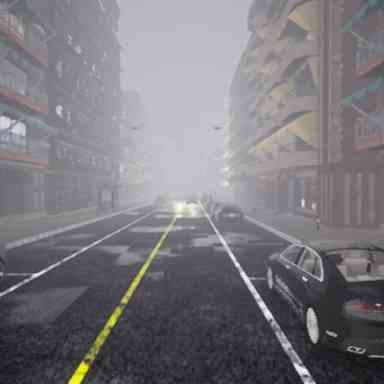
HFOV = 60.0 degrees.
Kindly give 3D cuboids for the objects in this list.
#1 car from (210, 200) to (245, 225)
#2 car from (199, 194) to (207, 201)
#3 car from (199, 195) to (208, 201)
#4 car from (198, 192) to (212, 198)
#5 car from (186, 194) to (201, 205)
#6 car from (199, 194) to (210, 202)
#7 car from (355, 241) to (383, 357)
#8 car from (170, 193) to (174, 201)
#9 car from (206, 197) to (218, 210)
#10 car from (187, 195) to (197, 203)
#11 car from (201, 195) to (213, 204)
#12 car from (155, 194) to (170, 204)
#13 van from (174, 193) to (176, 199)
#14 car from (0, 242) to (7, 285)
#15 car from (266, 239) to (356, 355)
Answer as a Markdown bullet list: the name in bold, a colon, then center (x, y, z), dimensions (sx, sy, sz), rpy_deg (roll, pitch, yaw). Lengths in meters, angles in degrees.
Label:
- **car**: center (2.525, 1.486, 23.006), dimensions (1.947, 1.339, 4.313), rpy_deg (-1, 0, 0)
- **car**: center (2.559, 1.289, 79.649), dimensions (1.887, 1.381, 4.507), rpy_deg (-1, 0, 0)
- **car**: center (2.560, 1.343, 73.985), dimensions (1.802, 1.307, 4.206), rpy_deg (-1, 0, 0)
- **car**: center (2.545, 1.126, 56.991), dimensions (2.192, 1.841, 5.009), rpy_deg (-1, 0, 0)
- **car**: center (0.004, 1.422, 53.547), dimensions (1.895, 1.301, 4.718), rpy_deg (0, 0, 0)
- **car**: center (2.562, 1.218, 68.320), dimensions (1.967, 1.590, 4.097), rpy_deg (-1, 0, 0)
- **car**: center (2.521, 1.314, 0.348), dimensions (2.192, 1.841, 5.009), rpy_deg (-1, 0, 0)
- **car**: center (-5.323, 1.217, 68.529), dimensions (1.967, 1.590, 4.097), rpy_deg (-1, 0, 0)
- **car**: center (2.525, 1.446, 28.670), dimensions (1.887, 1.381, 4.507), rpy_deg (-1, 0, 0)
- **car**: center (0.003, 1.317, 63.764), dimensions (1.812, 1.442, 4.674), rpy_deg (0, 0, 0)
- **car**: center (2.525, 1.415, 39.999), dimensions (2.008, 1.369, 4.403), rpy_deg (-1, 0, 0)
- **car**: center (-5.323, 1.250, 57.226), dimensions (1.967, 1.590, 4.097), rpy_deg (-1, 0, 0)
- **van**: center (-5.323, 1.052, 91.133), dimensions (1.690, 1.788, 3.998), rpy_deg (-1, 0, 0)
- **car**: center (-5.323, 1.542, 6.366), dimensions (1.947, 1.339, 4.313), rpy_deg (-1, 0, 0)
- **car**: center (2.524, 1.529, 6.013), dimensions (2.008, 1.369, 4.403), rpy_deg (-1, 0, 0)
